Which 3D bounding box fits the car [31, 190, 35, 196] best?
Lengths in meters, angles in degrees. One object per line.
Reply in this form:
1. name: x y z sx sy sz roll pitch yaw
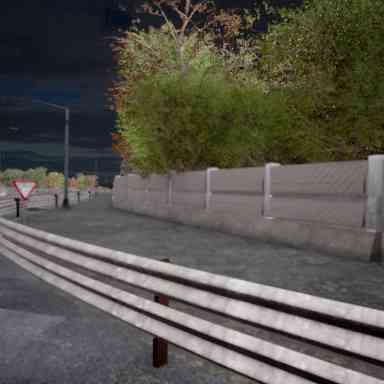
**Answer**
1. car: -35.393 -0.032 72.350 1.882 1.535 5.008 1 1 -26
